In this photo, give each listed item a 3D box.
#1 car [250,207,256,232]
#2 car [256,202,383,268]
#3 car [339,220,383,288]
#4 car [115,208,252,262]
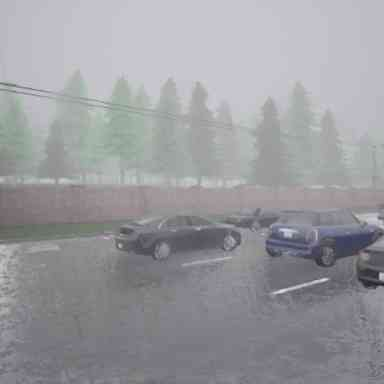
[{"bbox_3d":[4.034,1.544,19.515,4.718,1.301,1.895,0,0,-35],"label":"car"},{"bbox_3d":[4.659,1.312,11.366,4.553,1.767,2.097,0,0,-35],"label":"car"},{"bbox_3d":[5.664,1.490,7.801,4.674,1.442,1.812,0,0,-36],"label":"car"},{"bbox_3d":[-0.328,1.479,12.108,4.892,1.490,1.837,0,0,-35],"label":"car"}]
